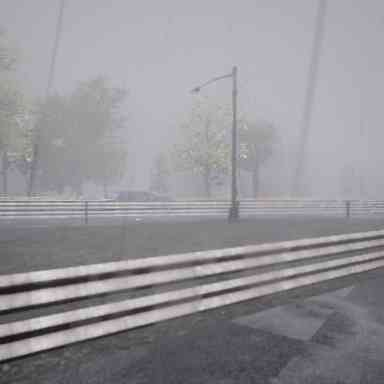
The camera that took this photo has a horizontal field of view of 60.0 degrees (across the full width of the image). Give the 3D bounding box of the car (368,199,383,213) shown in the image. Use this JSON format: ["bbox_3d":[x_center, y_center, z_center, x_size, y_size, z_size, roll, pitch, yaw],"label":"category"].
[{"bbox_3d":[21.110,1.446,35.410,4.902,1.511,2.128,1,0,-20],"label":"car"}]

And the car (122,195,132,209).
[{"bbox_3d":[-3.458,1.251,29.591,4.674,1.442,1.812,1,0,-22],"label":"car"}]

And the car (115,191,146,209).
[{"bbox_3d":[-4.819,0.932,32.797,5.566,2.045,2.150,1,0,-22],"label":"car"}]

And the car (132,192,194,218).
[{"bbox_3d":[-2.099,1.065,26.350,4.553,1.767,2.097,1,0,-22],"label":"car"}]
